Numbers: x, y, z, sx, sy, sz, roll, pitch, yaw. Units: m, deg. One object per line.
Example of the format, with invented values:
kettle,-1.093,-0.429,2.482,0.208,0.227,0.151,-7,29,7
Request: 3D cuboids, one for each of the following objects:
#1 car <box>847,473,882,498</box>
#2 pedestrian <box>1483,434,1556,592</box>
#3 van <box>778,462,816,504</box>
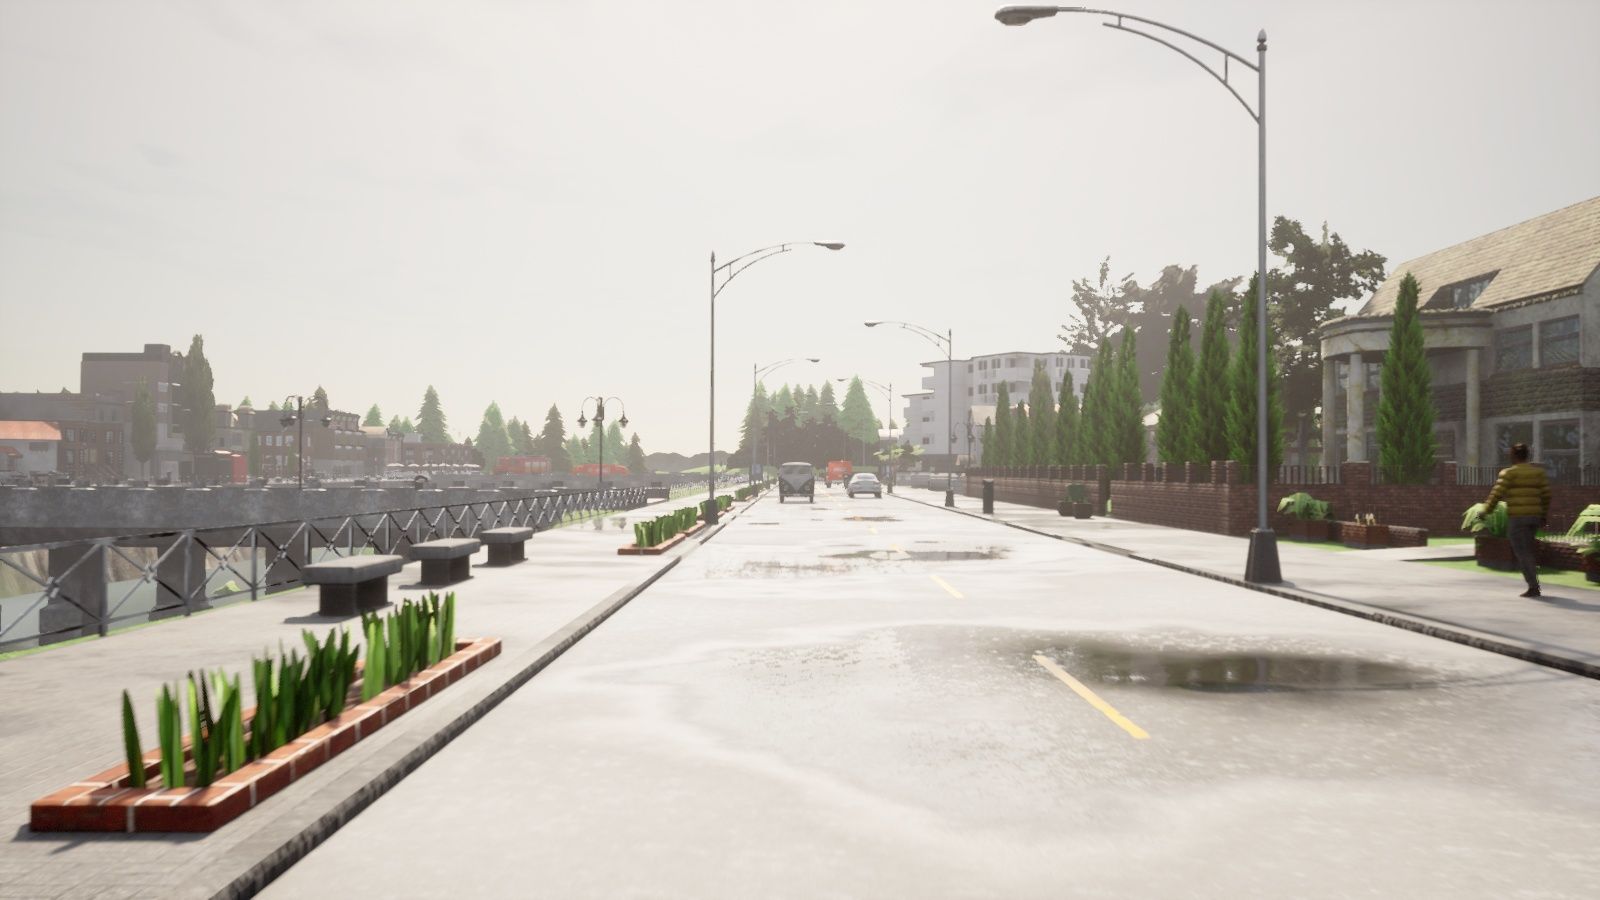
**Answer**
car,3.825,2.074,74.613,1.812,1.442,4.674,0,-1,0
pedestrian,8.598,0.742,15.030,0.431,1.840,0.709,0,-1,-2
van,-0.147,1.608,62.123,1.775,1.987,4.442,0,-1,0
